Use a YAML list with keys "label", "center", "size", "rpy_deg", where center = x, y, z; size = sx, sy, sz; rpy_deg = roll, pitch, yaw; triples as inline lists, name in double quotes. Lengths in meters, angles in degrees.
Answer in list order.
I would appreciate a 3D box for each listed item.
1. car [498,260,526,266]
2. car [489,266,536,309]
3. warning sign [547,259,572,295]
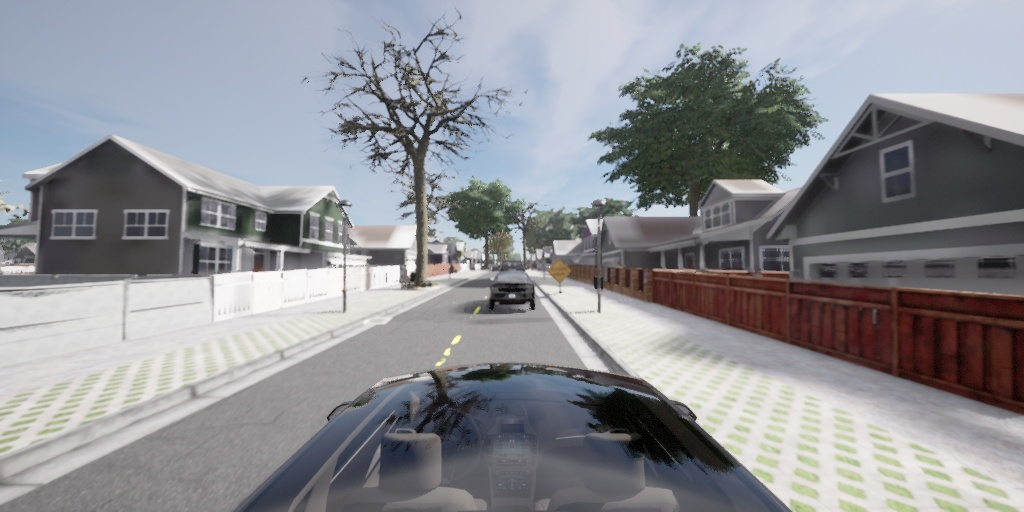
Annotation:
- label: "car"
  center: [0.008, 1.318, 29.470]
  size: [2.150, 2.045, 5.566]
  rpy_deg: [0, -1, 0]
- label: "car"
  center: [0.027, 1.392, 16.112]
  size: [1.882, 1.535, 5.008]
  rpy_deg: [0, 0, 0]
- label: "warning sign"
  center: [2.516, 1.060, 18.608]
  size: [1.300, 1.860, 1.060]
  rpy_deg: [0, 0, 0]
